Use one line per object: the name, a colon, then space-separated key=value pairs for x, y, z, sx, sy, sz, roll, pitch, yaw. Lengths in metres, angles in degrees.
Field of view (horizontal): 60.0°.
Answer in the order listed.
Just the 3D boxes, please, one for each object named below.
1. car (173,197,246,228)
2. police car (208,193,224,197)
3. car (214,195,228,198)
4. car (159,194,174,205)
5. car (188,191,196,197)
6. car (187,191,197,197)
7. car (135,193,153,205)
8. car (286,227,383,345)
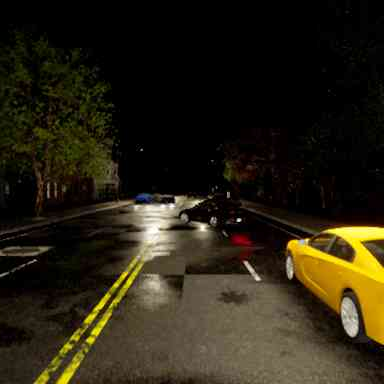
car: x=1.116 y=1.269 z=20.159 sx=1.837 sy=1.490 sz=4.892 roll=0 pitch=1 yaw=-37
police car: x=3.252 y=0.967 z=39.439 sx=1.930 sy=1.638 sz=5.238 roll=0 pitch=1 yaw=0
car: x=3.252 y=1.217 z=28.331 sx=2.033 sy=1.411 sz=5.357 roll=0 pitch=1 yaw=0
car: x=-3.327 y=1.034 z=45.703 sx=1.994 sy=1.385 sz=4.181 roll=0 pitch=1 yaw=0
car: x=0.004 y=0.487 z=83.033 sx=1.882 sy=1.535 sz=5.008 roll=0 pitch=1 yaw=0
car: x=0.009 y=0.667 z=71.060 sx=1.837 sy=1.490 sz=4.892 roll=0 pitch=1 yaw=0
car: x=-6.577 y=0.948 z=45.612 sx=1.882 sy=1.535 sz=5.008 roll=0 pitch=1 yaw=0
car: x=3.250 y=1.402 z=6.330 sx=1.882 sy=1.535 sz=5.008 roll=0 pitch=1 yaw=0
